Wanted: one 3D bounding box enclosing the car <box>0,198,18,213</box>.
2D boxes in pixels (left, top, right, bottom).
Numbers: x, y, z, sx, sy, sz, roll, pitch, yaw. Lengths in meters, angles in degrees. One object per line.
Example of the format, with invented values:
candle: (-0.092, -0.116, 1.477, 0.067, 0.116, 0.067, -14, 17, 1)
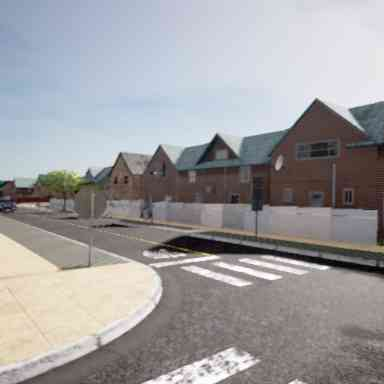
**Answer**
car: (-22.998, 1.594, 40.985, 2.097, 1.767, 4.553, 2, -2, -37)
